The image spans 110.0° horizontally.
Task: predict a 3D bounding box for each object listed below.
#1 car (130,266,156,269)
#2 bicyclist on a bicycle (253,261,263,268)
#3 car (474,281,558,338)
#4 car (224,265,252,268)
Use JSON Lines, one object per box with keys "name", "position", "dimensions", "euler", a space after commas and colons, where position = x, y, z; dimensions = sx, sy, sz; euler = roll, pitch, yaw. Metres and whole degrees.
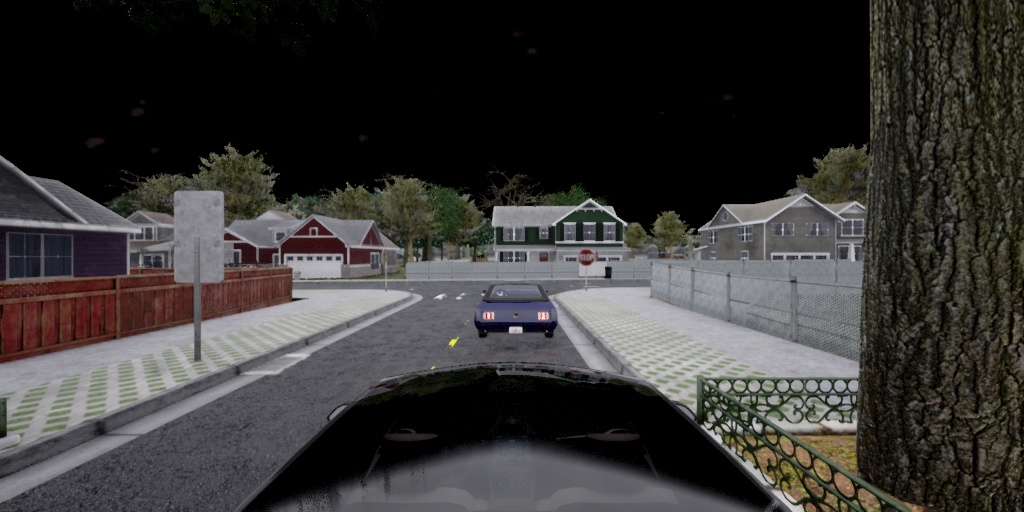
{"name": "car", "position": [-22.903, 1.399, 22.347], "dimensions": [5.008, 1.535, 1.882], "euler": [0, 0, 1]}
{"name": "bicyclist on a bicycle", "position": [-19.986, 1.195, 28.172], "dimensions": [0.582, 1.620, 1.656], "euler": [0, 0, 1]}
{"name": "car", "position": [0.103, 1.350, 10.134], "dimensions": [1.895, 1.301, 4.718], "euler": [0, 0, 0]}
{"name": "car", "position": [-20.255, 1.403, 25.288], "dimensions": [4.892, 1.490, 1.837], "euler": [0, 0, 0]}
